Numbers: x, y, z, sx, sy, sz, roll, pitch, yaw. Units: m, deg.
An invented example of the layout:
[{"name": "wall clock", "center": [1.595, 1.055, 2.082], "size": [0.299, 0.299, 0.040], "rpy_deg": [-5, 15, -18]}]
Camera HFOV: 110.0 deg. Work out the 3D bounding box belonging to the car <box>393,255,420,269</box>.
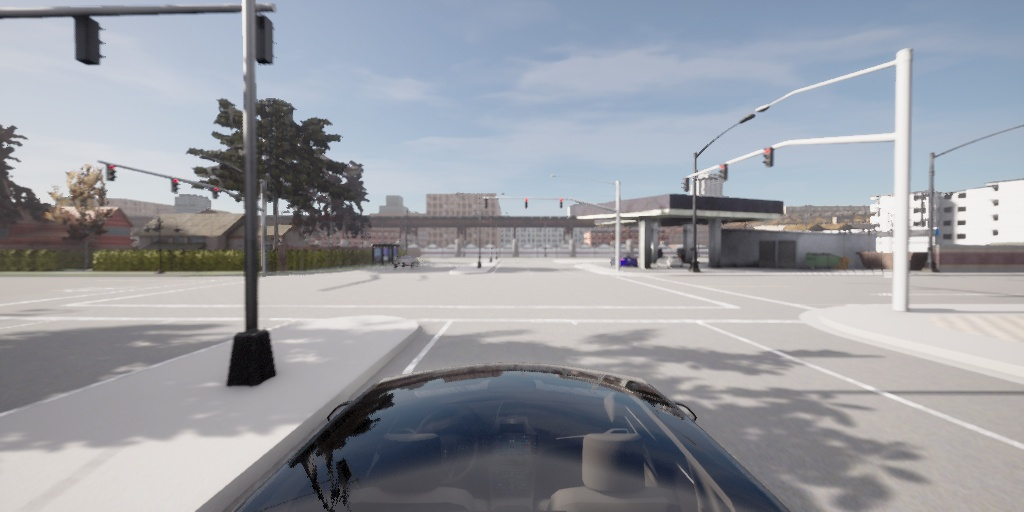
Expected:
[{"name": "car", "center": [-11.506, 0.621, 39.307], "size": [1.994, 1.385, 4.181], "rpy_deg": [0, 1, 0]}]
